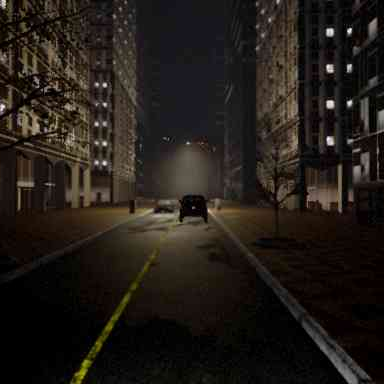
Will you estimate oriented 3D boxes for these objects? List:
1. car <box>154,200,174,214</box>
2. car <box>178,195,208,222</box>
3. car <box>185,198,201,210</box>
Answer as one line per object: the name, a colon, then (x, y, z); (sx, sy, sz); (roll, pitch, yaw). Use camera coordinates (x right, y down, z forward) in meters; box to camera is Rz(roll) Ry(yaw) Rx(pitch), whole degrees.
car: (-2.849, 1.529, 35.291); (2.033, 1.411, 5.357); (0, 0, 0)
car: (0.108, 1.210, 26.540); (2.150, 2.045, 5.566); (0, 0, 0)
car: (0.100, 1.540, 43.903); (1.994, 1.385, 4.181); (0, 0, 0)
